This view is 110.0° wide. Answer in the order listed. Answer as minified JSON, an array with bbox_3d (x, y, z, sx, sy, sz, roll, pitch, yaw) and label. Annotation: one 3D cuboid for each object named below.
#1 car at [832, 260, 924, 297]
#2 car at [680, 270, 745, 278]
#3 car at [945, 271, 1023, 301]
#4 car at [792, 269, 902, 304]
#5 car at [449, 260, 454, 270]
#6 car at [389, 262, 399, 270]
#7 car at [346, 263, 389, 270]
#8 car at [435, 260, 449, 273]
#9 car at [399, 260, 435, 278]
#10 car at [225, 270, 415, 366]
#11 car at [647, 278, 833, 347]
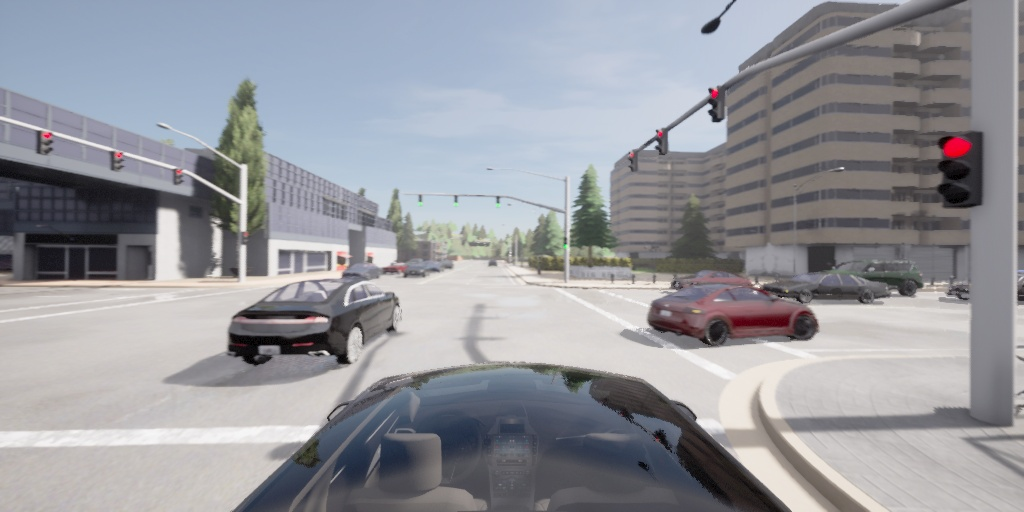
[{"bbox_3d":[20.728,1.255,21.074,5.566,2.045,2.150,1,0,-3],"label":"car"},{"bbox_3d":[11.391,1.501,20.576,4.181,1.385,1.994,1,0,-3],"label":"car"},{"bbox_3d":[25.018,1.611,17.794,5.357,1.411,2.033,1,0,-3],"label":"car"},{"bbox_3d":[14.959,1.508,17.260,5.357,1.411,2.033,1,0,-3],"label":"car"},{"bbox_3d":[-10.007,1.337,55.212,1.882,1.535,5.008,1,0,-3],"label":"car"},{"bbox_3d":[-12.803,1.371,39.509,1.895,1.301,4.718,1,0,-3],"label":"car"},{"bbox_3d":[-12.343,1.285,29.932,2.033,1.411,5.357,1,0,-2],"label":"car"},{"bbox_3d":[-9.549,1.370,44.754,2.033,1.411,5.357,1,0,-2],"label":"car"},{"bbox_3d":[-9.046,1.352,34.466,1.994,1.385,4.181,1,0,-3],"label":"car"},{"bbox_3d":[-3.843,1.229,7.915,2.128,1.511,4.902,1,0,-3],"label":"car"},{"bbox_3d":[5.730,1.401,9.400,4.181,1.385,1.994,1,-1,-16],"label":"car"}]
